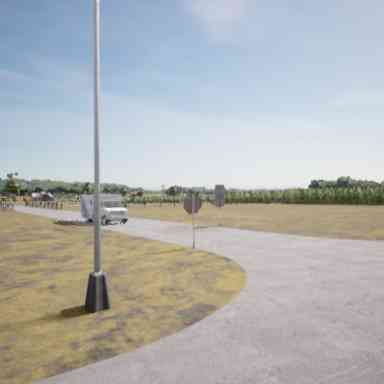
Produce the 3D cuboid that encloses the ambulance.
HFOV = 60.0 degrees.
[{"bbox_3d":[-7.543,1.454,28.553,2.351,2.431,6.366,-1,-1,-35],"label":"ambulance"}]
